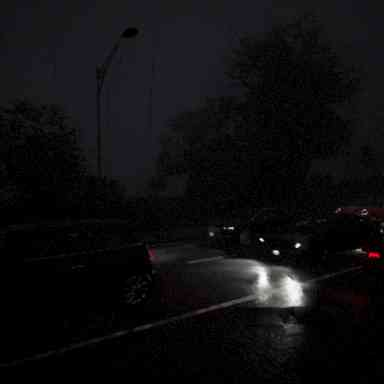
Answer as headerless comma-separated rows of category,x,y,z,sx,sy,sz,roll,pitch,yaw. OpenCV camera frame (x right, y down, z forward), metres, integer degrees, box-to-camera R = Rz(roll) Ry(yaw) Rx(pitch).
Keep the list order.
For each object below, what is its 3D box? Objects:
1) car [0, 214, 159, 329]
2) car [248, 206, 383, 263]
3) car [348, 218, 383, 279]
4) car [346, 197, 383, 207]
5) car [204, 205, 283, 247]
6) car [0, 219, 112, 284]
car,-2.960,1.341,6.123,4.553,1.767,2.097,-1,0,-37
car,4.716,1.424,11.702,5.357,1.411,2.033,-1,0,-36
car,6.396,1.430,8.347,5.357,1.411,2.033,-1,0,-36
car,10.722,1.111,20.381,4.553,1.767,2.097,-1,0,-36
car,2.758,1.367,14.606,4.902,1.511,2.128,-1,0,-36
car,-4.822,1.588,9.158,4.718,1.301,1.895,-1,0,-36
